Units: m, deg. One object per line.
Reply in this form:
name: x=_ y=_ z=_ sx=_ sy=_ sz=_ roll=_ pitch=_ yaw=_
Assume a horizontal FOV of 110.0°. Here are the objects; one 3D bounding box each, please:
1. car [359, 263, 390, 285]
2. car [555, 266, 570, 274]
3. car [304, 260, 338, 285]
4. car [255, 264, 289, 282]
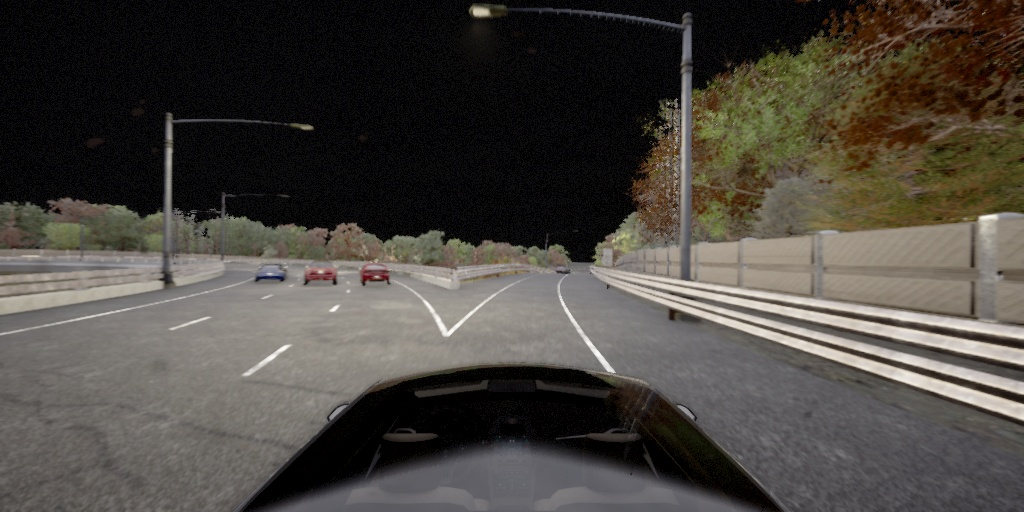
car: x=-10.292 y=1.289 z=26.812 sx=1.882 sy=1.535 sz=5.008 roll=1 pitch=0 yaw=-25
car: x=8.673 y=2.455 z=63.226 sx=2.033 sy=1.411 sz=5.357 roll=0 pitch=-3 yaw=12
car: x=-14.184 y=1.125 z=26.774 sx=2.097 sy=1.767 sz=4.553 roll=1 pitch=0 yaw=-26
car: x=-19.130 y=1.301 z=28.697 sx=1.994 sy=1.385 sz=4.181 roll=1 pitch=0 yaw=-28
